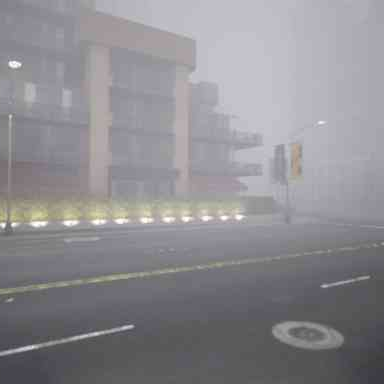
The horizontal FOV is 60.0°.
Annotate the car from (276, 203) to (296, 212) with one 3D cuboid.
[{"bbox_3d":[13.506,2.340,49.968,1.994,1.385,4.181,1,-1,-31],"label":"car"}]
